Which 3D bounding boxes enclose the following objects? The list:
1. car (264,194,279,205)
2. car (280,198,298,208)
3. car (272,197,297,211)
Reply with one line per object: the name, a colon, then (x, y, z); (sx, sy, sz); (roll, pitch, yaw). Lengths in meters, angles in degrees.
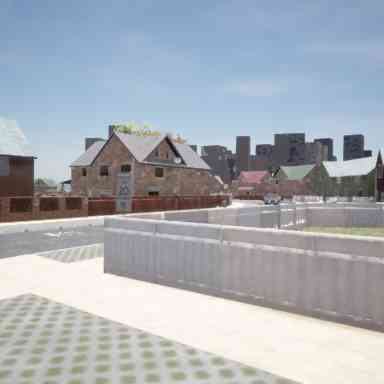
car: (11.530, 1.311, 47.667); (2.150, 2.045, 5.566); (1, 0, 13)
car: (15.105, 1.644, 52.174); (1.895, 1.301, 4.718); (1, 0, 7)
car: (10.746, 1.621, 37.382); (1.994, 1.385, 4.181); (2, 1, 26)
